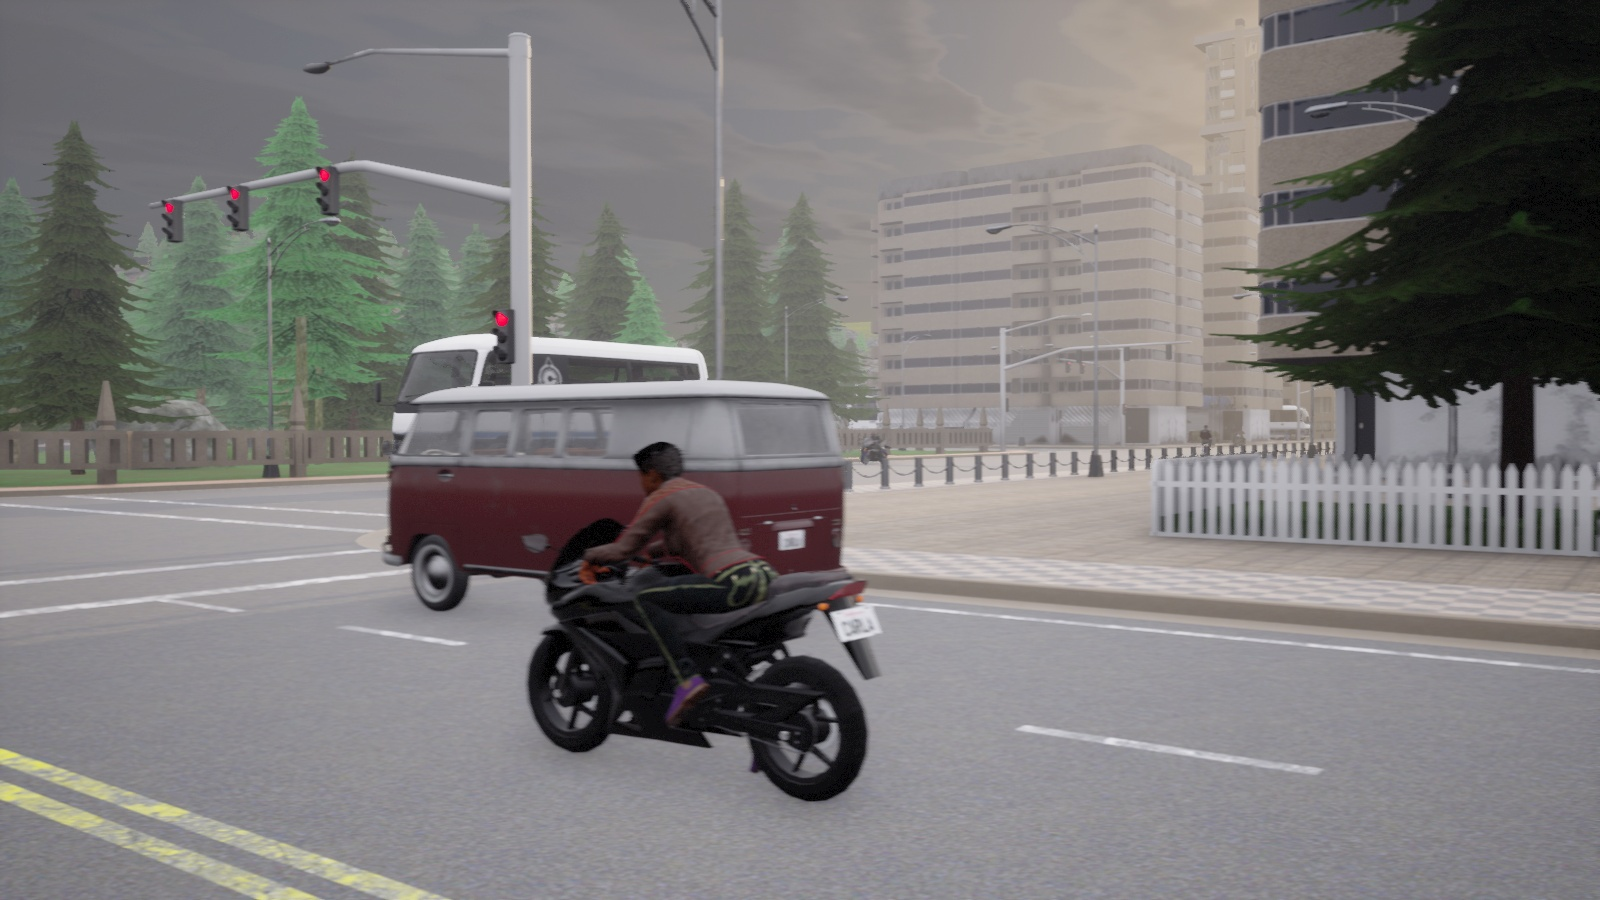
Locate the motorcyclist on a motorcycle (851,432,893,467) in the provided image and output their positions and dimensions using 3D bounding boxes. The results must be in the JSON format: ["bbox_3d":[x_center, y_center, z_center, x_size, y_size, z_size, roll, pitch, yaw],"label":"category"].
[{"bbox_3d":[3.271,-0.039,57.097,0.866,1.530,2.191,1,1,36],"label":"motorcyclist on a motorcycle"}]

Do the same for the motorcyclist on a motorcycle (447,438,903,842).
[{"bbox_3d":[-0.619,0.715,5.699,2.044,1.523,0.797,1,1,36],"label":"motorcyclist on a motorcycle"}]

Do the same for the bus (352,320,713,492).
[{"bbox_3d":[-7.344,-1.161,36.496,3.944,4.253,10.273,1,1,36],"label":"bus"}]

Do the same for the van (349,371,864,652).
[{"bbox_3d":[-1.801,0.399,10.877,4.442,1.987,1.775,1,1,36],"label":"van"}]
